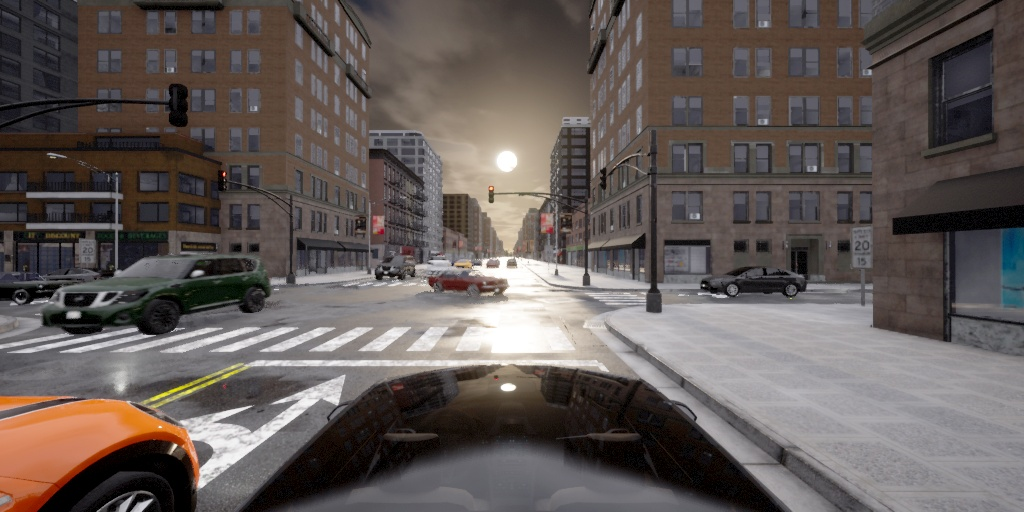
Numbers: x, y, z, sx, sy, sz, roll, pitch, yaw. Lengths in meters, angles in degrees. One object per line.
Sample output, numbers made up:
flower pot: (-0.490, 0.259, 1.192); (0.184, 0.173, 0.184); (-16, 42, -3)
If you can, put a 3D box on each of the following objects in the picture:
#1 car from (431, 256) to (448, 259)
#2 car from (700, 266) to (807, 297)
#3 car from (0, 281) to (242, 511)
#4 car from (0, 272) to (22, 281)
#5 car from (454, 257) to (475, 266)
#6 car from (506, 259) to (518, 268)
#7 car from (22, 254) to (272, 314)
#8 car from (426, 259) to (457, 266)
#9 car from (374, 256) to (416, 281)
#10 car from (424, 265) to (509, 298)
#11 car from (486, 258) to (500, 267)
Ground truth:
car: (-9.942, 0.968, 48.453); (2.150, 2.045, 5.566); (0, 0, 0)
car: (12.423, 1.295, 18.634); (4.892, 1.490, 1.837); (0, 0, 1)
car: (-3.237, 1.102, 0.595); (2.097, 1.767, 4.553); (0, 0, 0)
car: (-21.517, 1.345, 15.456); (4.718, 1.301, 1.895); (0, 0, 0)
car: (-6.690, 1.224, 49.173); (1.882, 1.535, 5.008); (0, 0, 0)
car: (-0.024, 1.248, 63.081); (1.837, 1.490, 4.892); (0, 0, 0)
car: (-9.867, 0.964, 10.823); (2.150, 2.045, 5.566); (0, 0, 0)
car: (-6.665, 1.276, 33.491); (1.812, 1.442, 4.674); (0, 0, 0)
car: (-9.903, 0.973, 30.953); (2.150, 2.045, 5.566); (0, 0, 0)
car: (-2.366, 1.356, 18.856); (4.718, 1.301, 1.895); (0, 0, 43)
car: (-3.373, 1.307, 61.942); (1.994, 1.385, 4.181); (0, 0, 0)
